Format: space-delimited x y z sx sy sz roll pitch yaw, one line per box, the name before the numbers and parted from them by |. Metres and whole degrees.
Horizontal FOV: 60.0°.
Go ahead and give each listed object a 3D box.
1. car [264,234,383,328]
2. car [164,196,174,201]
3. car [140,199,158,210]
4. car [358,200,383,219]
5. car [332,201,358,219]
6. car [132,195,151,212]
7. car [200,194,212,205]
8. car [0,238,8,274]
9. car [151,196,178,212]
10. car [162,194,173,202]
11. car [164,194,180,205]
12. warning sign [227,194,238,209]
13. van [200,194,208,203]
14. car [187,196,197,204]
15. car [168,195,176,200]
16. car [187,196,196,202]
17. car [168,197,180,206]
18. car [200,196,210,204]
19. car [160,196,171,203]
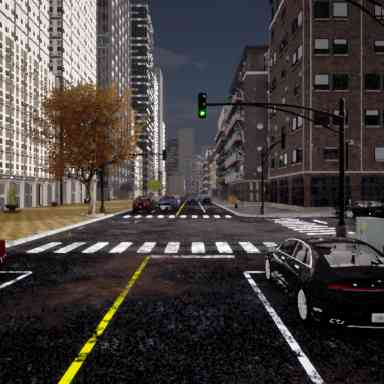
car | 2.683 1.552 6.904 2.008 1.369 4.403 0 0 0
car | -5.742 1.632 83.471 2.008 1.369 4.403 0 0 0
car | -5.719 1.592 44.811 1.947 1.339 4.313 0 0 0
car | 14.664 1.346 23.749 4.181 1.385 1.994 -1 0 -1
car | 13.409 1.350 26.316 4.403 1.369 2.008 -1 1 -1
car | -5.717 1.336 39.288 2.192 1.841 5.009 0 0 0
car | 2.652 1.611 61.384 1.947 1.339 4.313 0 0 0
car | -5.697 1.545 6.900 1.887 1.381 4.507 0 0 0
car | -3.124 1.512 38.466 2.128 1.511 4.902 0 0 0
car | -5.739 1.386 77.947 2.192 1.841 5.009 0 0 0
car | -3.125 1.382 48.345 2.097 1.767 4.553 0 0 0
warning sign | 5.043 1.139 41.419 1.300 1.860 1.060 0 0 0
van | 2.645 1.402 72.430 1.690 1.788 3.998 0 0 0
car | 0.064 1.650 64.669 1.895 1.301 4.718 0 0 0
car | -5.749 1.654 94.516 2.008 1.369 4.403 0 0 0
car | -0.047 1.626 79.148 1.994 1.385 4.181 0 0 0
car | -3.116 1.642 58.416 1.895 1.301 4.718 0 0 0
car | 2.649 1.578 67.076 1.752 1.417 4.829 0 0 0
car | -5.736 1.627 72.425 1.947 1.339 4.313 0 0 0
